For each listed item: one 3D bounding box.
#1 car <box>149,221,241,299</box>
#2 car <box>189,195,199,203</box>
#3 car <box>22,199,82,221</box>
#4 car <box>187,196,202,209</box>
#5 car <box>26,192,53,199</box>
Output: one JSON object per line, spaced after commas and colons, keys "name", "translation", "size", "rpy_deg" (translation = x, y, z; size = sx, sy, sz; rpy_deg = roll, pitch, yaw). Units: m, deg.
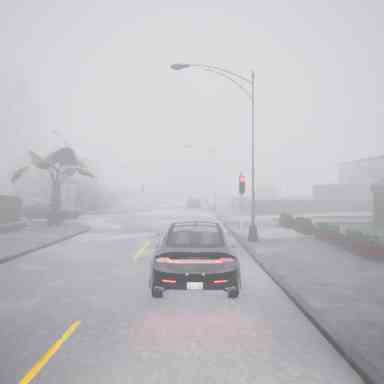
{"name": "car", "translation": [0.087, 1.492, 8.471], "size": [2.128, 1.511, 4.902], "rpy_deg": [0, 0, 1]}
{"name": "car", "translation": [0.396, 1.492, 69.158], "size": [2.128, 1.511, 4.902], "rpy_deg": [0, 0, 0]}
{"name": "car", "translation": [-11.080, 1.525, 26.378], "size": [4.674, 1.442, 1.812], "rpy_deg": [0, 0, 7]}
{"name": "car", "translation": [0.314, 1.491, 46.043], "size": [2.128, 1.511, 4.902], "rpy_deg": [0, 0, 0]}
{"name": "car", "translation": [-19.576, 0.986, 42.937], "size": [1.905, 1.878, 3.866], "rpy_deg": [0, 0, 35]}
